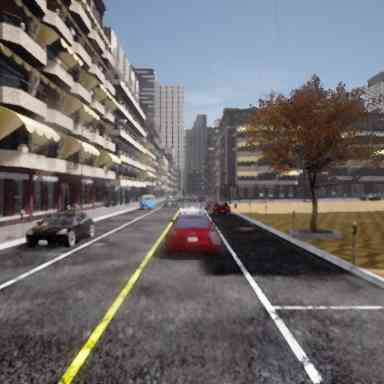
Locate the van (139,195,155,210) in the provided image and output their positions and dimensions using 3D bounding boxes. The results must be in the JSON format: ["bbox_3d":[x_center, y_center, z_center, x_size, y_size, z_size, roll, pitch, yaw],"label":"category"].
[{"bbox_3d":[-5.708,1.331,42.526,1.690,1.788,3.998,0,0,0],"label":"van"}]

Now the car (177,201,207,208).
[{"bbox_3d":[0.030,1.590,27.387,1.895,1.301,4.718,0,0,1],"label":"car"}]

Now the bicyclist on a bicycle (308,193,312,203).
[{"bbox_3d":[20.232,1.012,56.853,0.582,1.620,1.656,-1,0,-1],"label":"bicyclist on a bicycle"}]

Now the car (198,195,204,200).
[{"bbox_3d":[2.662,1.459,91.527,1.967,1.590,4.097,-1,0,0],"label":"car"}]

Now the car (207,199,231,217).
[{"bbox_3d":[2.676,1.533,31.476,1.887,1.381,4.507,0,0,0],"label":"car"}]

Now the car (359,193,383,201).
[{"bbox_3d":[32.454,1.046,59.966,4.403,1.369,2.008,-1,1,-1],"label":"car"}]

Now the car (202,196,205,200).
[{"bbox_3d":[2.673,1.535,42.527,1.887,1.381,4.507,0,0,0],"label":"car"}]

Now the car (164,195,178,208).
[{"bbox_3d":[-3.052,1.484,48.778,2.128,1.511,4.902,0,0,1],"label":"car"}]

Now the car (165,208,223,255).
[{"bbox_3d":[0.042,1.557,13.196,1.994,1.385,4.181,0,0,1],"label":"car"}]

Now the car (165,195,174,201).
[{"bbox_3d":[-5.716,1.564,86.002,2.008,1.369,4.403,0,0,0],"label":"car"}]

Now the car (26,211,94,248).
[{"bbox_3d":[-5.700,1.558,14.893,1.947,1.339,4.313,0,0,0],"label":"car"}]

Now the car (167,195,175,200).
[{"bbox_3d":[-5.717,1.585,91.530,1.947,1.339,4.313,0,0,0],"label":"car"}]
